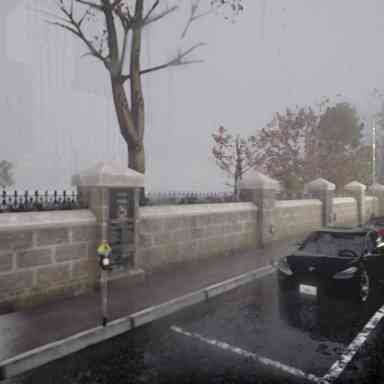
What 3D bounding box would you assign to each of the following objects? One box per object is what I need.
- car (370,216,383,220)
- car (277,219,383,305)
[{"bbox_3d":[7.359,1.579,12.554,1.802,1.307,4.206,0,0,40],"label":"car"},{"bbox_3d":[3.713,1.565,8.263,1.947,1.339,4.313,0,0,40],"label":"car"}]
